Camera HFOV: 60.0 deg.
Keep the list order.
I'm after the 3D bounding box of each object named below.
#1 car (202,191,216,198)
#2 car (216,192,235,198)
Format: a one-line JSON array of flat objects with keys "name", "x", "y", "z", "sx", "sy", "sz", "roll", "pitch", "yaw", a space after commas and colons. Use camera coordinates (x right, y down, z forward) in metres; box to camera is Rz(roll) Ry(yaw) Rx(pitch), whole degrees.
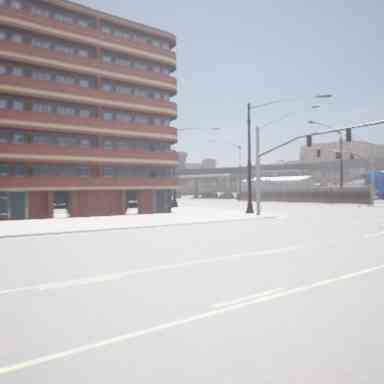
[{"name": "car", "x": 4.833, "y": 0.665, "z": 87.698, "sx": 4.611, "sy": 1.667, "sz": 2.242, "roll": -1, "pitch": 1, "yaw": -35}, {"name": "car", "x": 8.813, "y": 0.810, "z": 83.485, "sx": 3.806, "sy": 1.475, "sz": 1.970, "roll": -1, "pitch": 1, "yaw": -35}]
